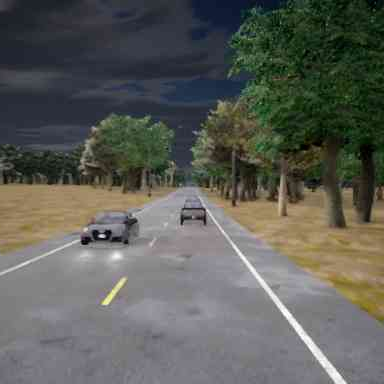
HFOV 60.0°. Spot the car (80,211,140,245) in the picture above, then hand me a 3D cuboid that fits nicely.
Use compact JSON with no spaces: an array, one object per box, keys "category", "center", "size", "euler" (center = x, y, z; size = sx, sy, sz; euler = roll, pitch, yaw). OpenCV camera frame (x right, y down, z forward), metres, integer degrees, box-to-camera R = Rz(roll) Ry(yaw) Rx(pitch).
[{"category":"car","center":[-3.597,1.561,15.260],"size":[1.994,1.385,4.181],"euler":[0,0,0]}]

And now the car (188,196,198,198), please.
[{"category":"car","center":[0.101,1.231,41.882],"size":[2.033,1.411,5.357],"euler":[0,1,0]}]

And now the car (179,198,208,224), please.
[{"category":"car","center":[0.102,1.442,24.254],"size":[2.128,1.511,4.902],"euler":[0,1,0]}]
